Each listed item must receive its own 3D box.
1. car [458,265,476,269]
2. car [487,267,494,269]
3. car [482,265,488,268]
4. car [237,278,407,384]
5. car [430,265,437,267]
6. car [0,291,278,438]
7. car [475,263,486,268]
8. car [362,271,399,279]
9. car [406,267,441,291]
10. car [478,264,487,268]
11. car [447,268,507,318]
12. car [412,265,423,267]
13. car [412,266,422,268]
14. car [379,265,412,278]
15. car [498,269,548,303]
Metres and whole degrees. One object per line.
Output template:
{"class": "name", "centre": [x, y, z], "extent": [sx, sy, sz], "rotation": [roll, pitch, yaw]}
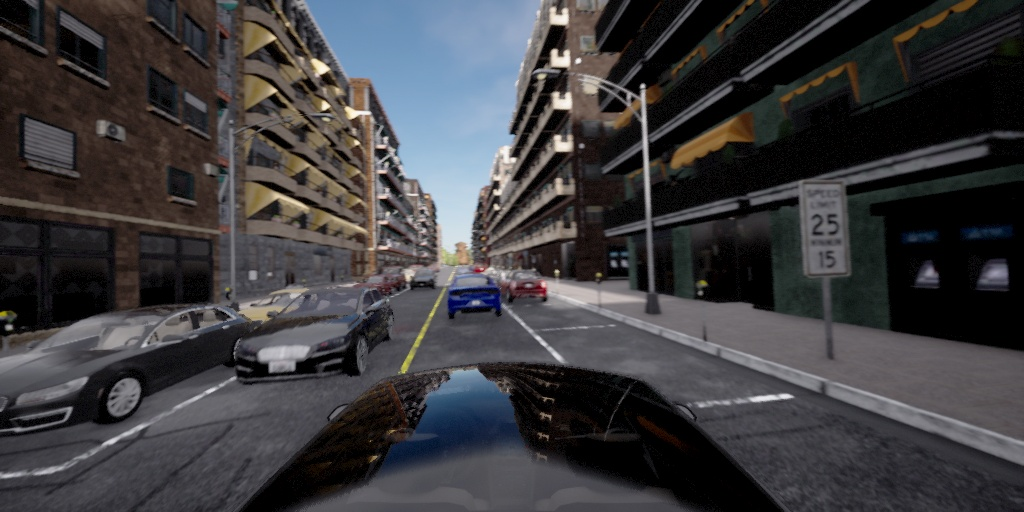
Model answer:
{"class": "car", "centre": [-5.327, 2.012, 39.201], "extent": [2.033, 1.411, 5.357], "rotation": [-2, -1, -8]}
{"class": "car", "centre": [-0.322, 1.621, 23.690], "extent": [2.007, 1.370, 4.403], "rotation": [0, 0, -9]}
{"class": "car", "centre": [-1.146, 1.729, 29.195], "extent": [2.007, 1.370, 4.403], "rotation": [0, 0, -9]}
{"class": "car", "centre": [-3.823, 1.441, 7.819], "extent": [2.128, 1.511, 4.902], "rotation": [-2, -1, -9]}
{"class": "car", "centre": [-14.379, 2.656, 61.017], "extent": [1.948, 1.339, 4.313], "rotation": [0, 0, -9]}
{"class": "car", "centre": [-6.139, 1.549, 5.961], "extent": [2.007, 1.370, 4.403], "rotation": [0, 0, -9]}
{"class": "car", "centre": [-4.442, 1.931, 51.217], "extent": [2.192, 1.841, 5.009], "rotation": [0, 0, -9]}
{"class": "car", "centre": [-8.611, 1.869, 22.478], "extent": [1.888, 1.381, 4.507], "rotation": [0, 0, -9]}
{"class": "car", "centre": [-6.865, 1.856, 28.227], "extent": [1.837, 1.490, 4.892], "rotation": [-2, -1, -8]}
{"class": "car", "centre": [-1.995, 1.813, 34.869], "extent": [1.751, 1.417, 4.829], "rotation": [0, 0, -9]}
{"class": "car", "centre": [-1.565, 1.450, 14.354], "extent": [1.882, 1.535, 5.008], "rotation": [-2, -1, -9]}
{"class": "car", "centre": [-11.907, 2.075, 44.500], "extent": [2.192, 1.841, 5.009], "rotation": [0, 0, -9]}
{"class": "car", "centre": [-11.058, 2.176, 38.826], "extent": [1.751, 1.417, 4.829], "rotation": [0, 0, -9]}
{"class": "car", "centre": [-9.435, 1.747, 27.984], "extent": [2.192, 1.841, 5.009], "rotation": [0, 0, -9]}
{"class": "car", "centre": [0.502, 1.402, 18.185], "extent": [1.967, 1.591, 4.097], "rotation": [0, 0, -9]}
